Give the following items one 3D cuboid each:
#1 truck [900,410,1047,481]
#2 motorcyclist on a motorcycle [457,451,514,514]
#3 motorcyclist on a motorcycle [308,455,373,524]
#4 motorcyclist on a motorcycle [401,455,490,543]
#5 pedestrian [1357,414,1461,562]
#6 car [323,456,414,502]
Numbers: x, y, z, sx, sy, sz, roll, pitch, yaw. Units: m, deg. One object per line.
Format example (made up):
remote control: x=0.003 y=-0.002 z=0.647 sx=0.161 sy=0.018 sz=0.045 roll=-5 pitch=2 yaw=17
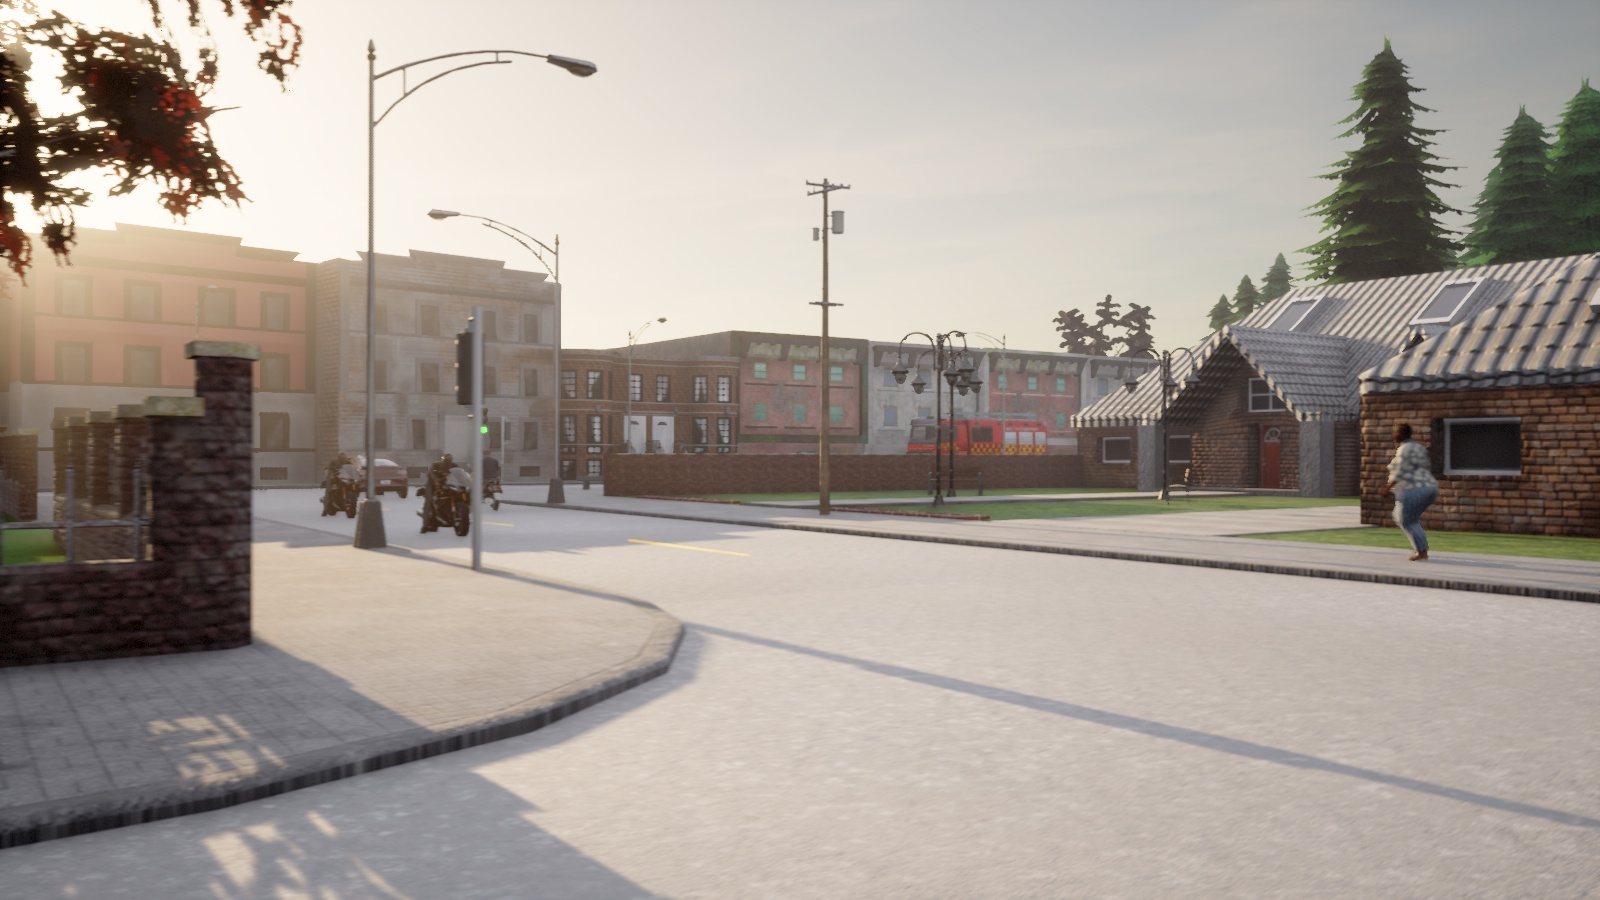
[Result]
truck: x=9.841 y=-0.237 z=70.858 sx=8.468 sy=3.827 sz=2.891 roll=0 pitch=0 yaw=-34
motorcyclist on a motorcycle: x=-8.179 y=0.814 z=32.633 sx=0.866 sy=1.590 sz=1.817 roll=0 pitch=0 yaw=-34
motorcyclist on a motorcycle: x=-10.688 y=0.892 z=29.190 sx=0.866 sy=1.530 sz=2.191 roll=0 pitch=0 yaw=-36
motorcyclist on a motorcycle: x=-6.542 y=0.864 z=23.108 sx=0.866 sy=1.530 sz=2.191 roll=0 pitch=0 yaw=-36
pedestrian: x=7.921 y=0.481 z=16.353 sx=0.874 sy=1.855 sz=0.900 roll=0 pitch=0 yaw=-35
car: x=-14.456 y=0.929 z=41.897 sx=1.812 sy=1.442 sz=4.674 roll=0 pitch=0 yaw=-33
